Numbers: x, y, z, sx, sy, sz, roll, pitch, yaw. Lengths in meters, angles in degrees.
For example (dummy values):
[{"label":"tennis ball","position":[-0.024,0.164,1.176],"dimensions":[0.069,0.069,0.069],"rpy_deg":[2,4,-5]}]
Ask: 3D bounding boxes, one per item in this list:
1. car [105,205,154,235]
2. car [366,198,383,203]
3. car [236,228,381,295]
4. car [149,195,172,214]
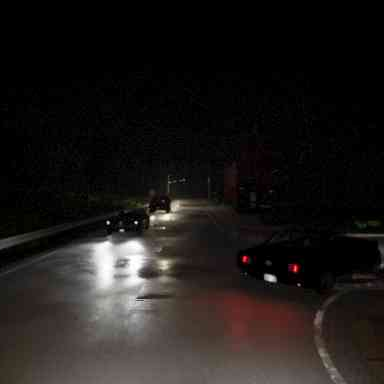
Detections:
[{"label":"car","position":[-3.595,1.669,19.295],"dimensions":[1.895,1.301,4.718],"rpy_deg":[0,0,0]},{"label":"car","position":[27.463,1.679,49.366],"dimensions":[1.816,1.474,4.193],"rpy_deg":[0,0,0]},{"label":"car","position":[3.363,1.633,8.945],"dimensions":[4.718,1.301,1.895],"rpy_deg":[0,0,-44]},{"label":"car","position":[-3.527,1.355,37.705],"dimensions":[2.150,2.045,5.566],"rpy_deg":[0,0,1]}]
